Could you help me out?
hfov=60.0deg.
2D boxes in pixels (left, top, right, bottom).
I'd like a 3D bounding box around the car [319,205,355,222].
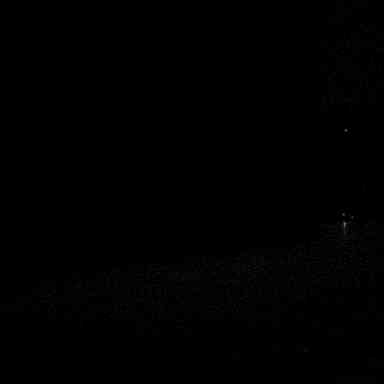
[{"bbox_3d":[11.504,1.811,28.563,1.812,1.442,4.674,2,-2,-35],"label":"car"}]
